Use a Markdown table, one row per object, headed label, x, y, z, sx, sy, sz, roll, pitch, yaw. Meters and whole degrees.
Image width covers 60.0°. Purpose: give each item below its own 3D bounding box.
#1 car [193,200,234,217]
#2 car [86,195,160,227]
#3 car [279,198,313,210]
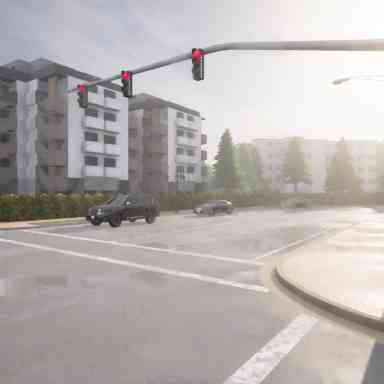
| label | x | y | z | sx | sy | sz | roll | pitch | yaw |
| --- | --- | --- | --- | --- | --- | --- | --- | --- | --- |
| car | 2.142 | 1.491 | 31.919 | 2.128 | 1.511 | 4.902 | 0 | 0 | 40 |
| car | -4.593 | 1.221 | 23.031 | 2.150 | 2.045 | 5.566 | 0 | 0 | 35 |
| car | 13.125 | 1.487 | 41.840 | 4.902 | 1.511 | 2.128 | -1 | 0 | -33 |
